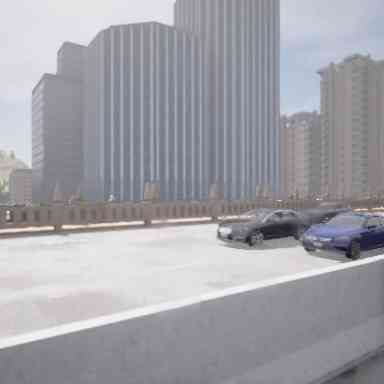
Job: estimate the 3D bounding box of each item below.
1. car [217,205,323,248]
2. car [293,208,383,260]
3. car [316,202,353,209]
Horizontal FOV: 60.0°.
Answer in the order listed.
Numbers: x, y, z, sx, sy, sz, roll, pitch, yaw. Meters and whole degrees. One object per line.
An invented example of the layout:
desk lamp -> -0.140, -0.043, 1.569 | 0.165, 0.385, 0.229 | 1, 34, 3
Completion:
car -> 3.310, 1.476, 14.833 | 4.902, 1.511, 2.128 | 0, 0, -35
car -> 6.156, 1.508, 12.546 | 4.674, 1.442, 1.812 | 0, 0, -35
car -> 9.557, 1.474, 23.316 | 4.892, 1.490, 1.837 | 0, 0, -34
